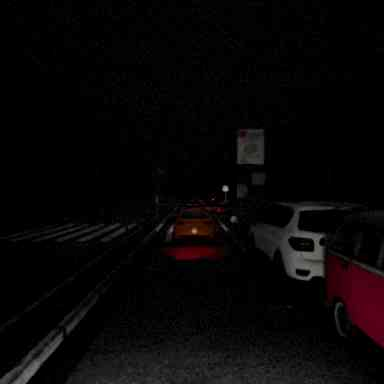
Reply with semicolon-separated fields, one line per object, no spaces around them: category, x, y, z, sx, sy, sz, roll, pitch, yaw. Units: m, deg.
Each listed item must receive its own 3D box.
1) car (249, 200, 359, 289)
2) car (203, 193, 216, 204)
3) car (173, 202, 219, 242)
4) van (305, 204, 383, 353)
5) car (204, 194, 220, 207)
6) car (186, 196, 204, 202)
car;3.050;1.241;9.341;2.435;2.045;5.566;0;0;0
car;2.931;1.056;56.155;1.882;1.535;5.008;0;2;0
car;0.102;1.493;16.497;1.882;1.535;5.008;0;0;0
van;3.051;1.260;3.884;1.878;1.987;4.442;0;0;0
car;2.930;1.153;48.237;2.097;1.767;4.553;0;2;0
car;0.104;1.506;37.992;1.837;1.490;4.892;0;0;0
